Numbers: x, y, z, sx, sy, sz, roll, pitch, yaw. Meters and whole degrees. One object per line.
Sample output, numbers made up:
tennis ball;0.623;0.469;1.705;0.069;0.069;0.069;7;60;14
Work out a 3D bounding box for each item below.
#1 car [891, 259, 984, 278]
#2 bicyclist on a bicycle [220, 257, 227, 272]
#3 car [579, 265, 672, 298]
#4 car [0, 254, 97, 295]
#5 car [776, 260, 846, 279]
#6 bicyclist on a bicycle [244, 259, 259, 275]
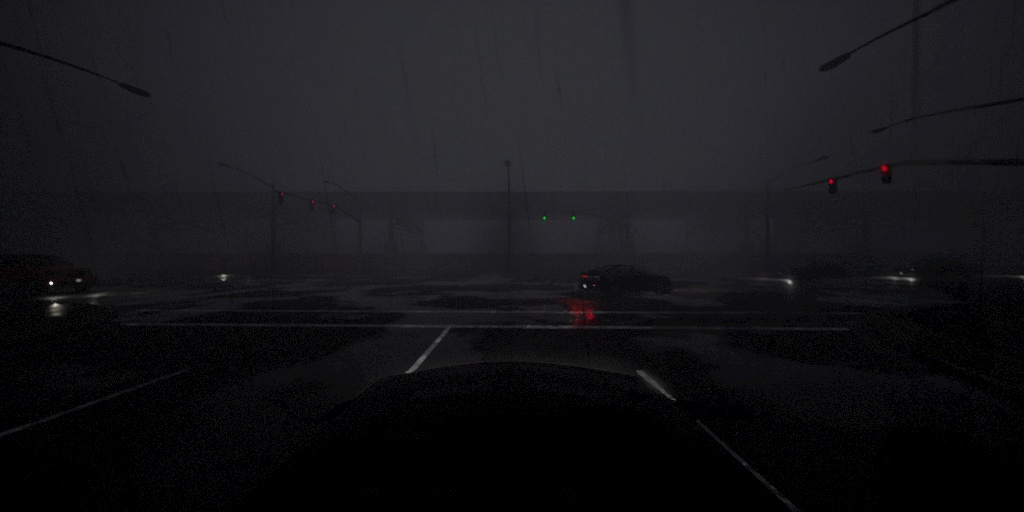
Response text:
car;33.236;0.970;28.052;5.357;1.411;2.033;-1;0;2
bicyclist on a bicycle;-31.513;0.953;39.189;0.582;1.620;1.656;0;1;-33
car;5.615;1.170;17.580;4.902;1.511;2.128;0;-1;-24
car;-25.587;0.928;19.090;5.566;2.045;2.150;0;0;4
car;23.562;1.063;28.339;4.674;1.442;1.812;-1;0;2
bicyclist on a bicycle;-26.966;1.110;37.090;0.582;1.620;1.656;0;0;14
